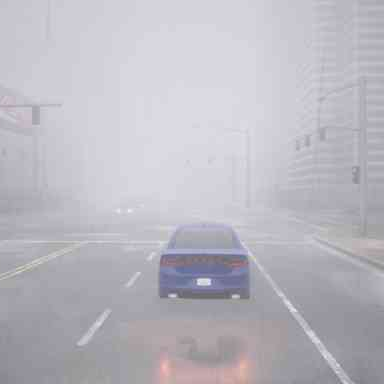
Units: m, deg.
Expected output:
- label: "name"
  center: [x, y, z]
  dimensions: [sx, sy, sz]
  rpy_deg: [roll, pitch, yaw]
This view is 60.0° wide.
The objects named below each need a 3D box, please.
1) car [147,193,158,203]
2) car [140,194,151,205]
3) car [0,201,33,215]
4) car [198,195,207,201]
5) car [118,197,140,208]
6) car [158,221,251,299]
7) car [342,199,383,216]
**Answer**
- label: "car"
  center: [-8.330, 1.221, 67.585]
  dimensions: [2.150, 2.045, 5.566]
  rpy_deg: [0, 0, 2]
- label: "car"
  center: [-8.742, 1.525, 57.318]
  dimensions: [1.812, 1.442, 4.674]
  rpy_deg: [0, 0, 2]
- label: "car"
  center: [-18.737, 1.600, 33.391]
  dimensions: [4.718, 1.301, 1.895]
  rpy_deg: [0, 0, 2]
- label: "car"
  center: [2.755, 1.523, 84.866]
  dimensions: [1.812, 1.442, 4.674]
  rpy_deg: [0, 0, 2]
- label: "car"
  center: [-9.079, 1.504, 47.282]
  dimensions: [1.837, 1.490, 4.892]
  rpy_deg: [0, 0, 2]
- label: "car"
  center: [0.313, 1.478, 8.497]
  dimensions: [1.882, 1.535, 5.008]
  rpy_deg: [0, 0, 2]
- label: "car"
  center: [17.242, 1.504, 32.398]
  dimensions: [4.892, 1.490, 1.837]
  rpy_deg: [0, 0, 2]
